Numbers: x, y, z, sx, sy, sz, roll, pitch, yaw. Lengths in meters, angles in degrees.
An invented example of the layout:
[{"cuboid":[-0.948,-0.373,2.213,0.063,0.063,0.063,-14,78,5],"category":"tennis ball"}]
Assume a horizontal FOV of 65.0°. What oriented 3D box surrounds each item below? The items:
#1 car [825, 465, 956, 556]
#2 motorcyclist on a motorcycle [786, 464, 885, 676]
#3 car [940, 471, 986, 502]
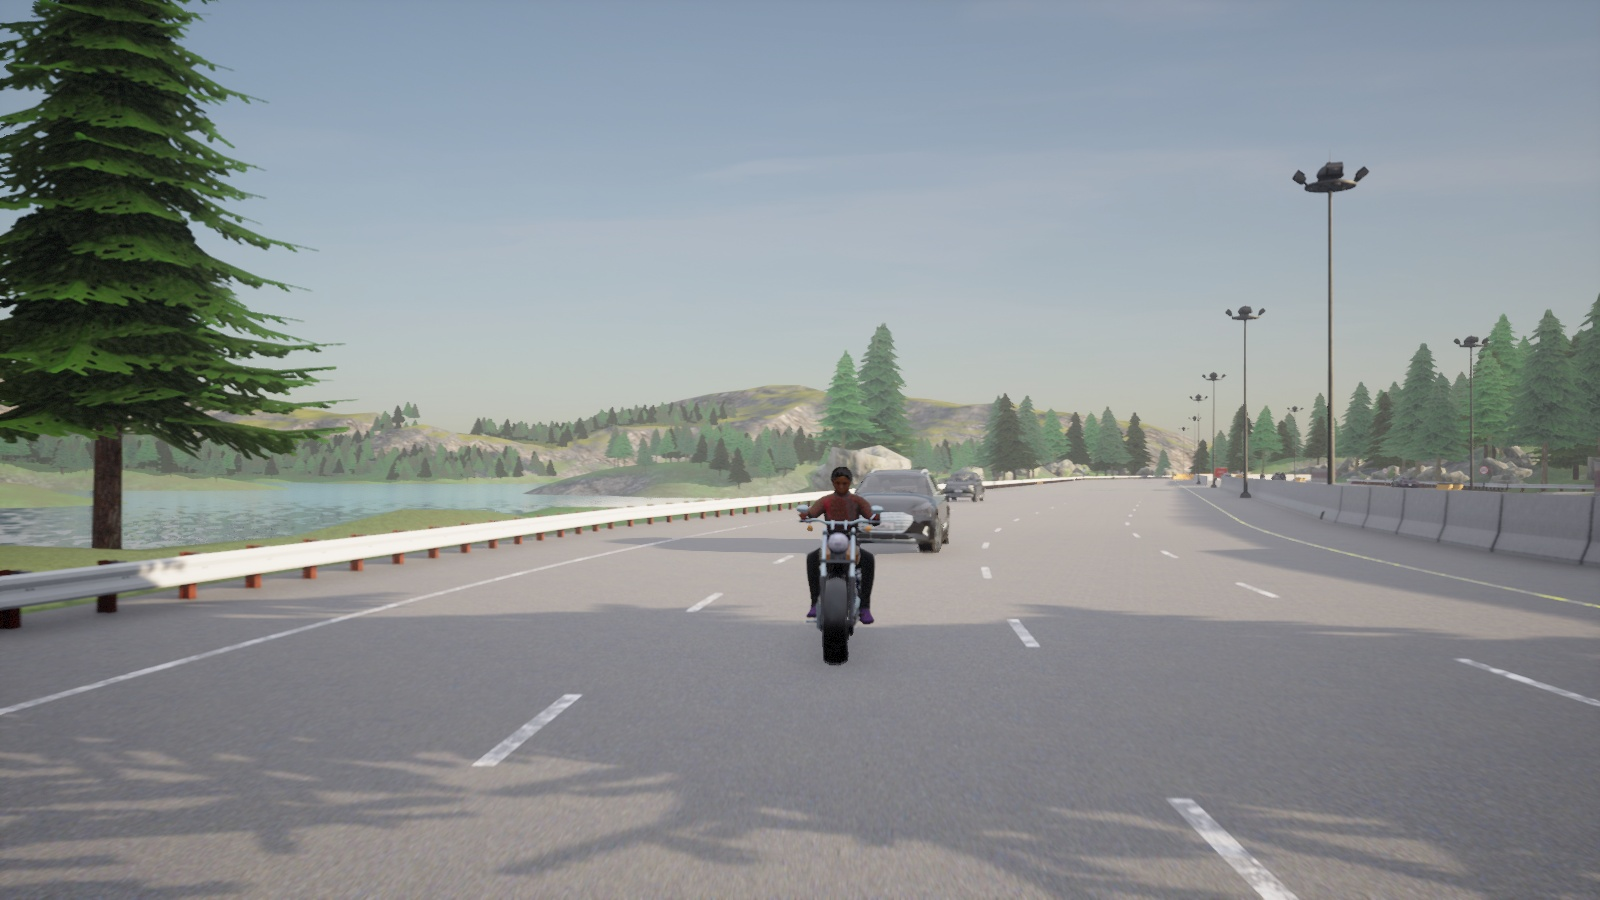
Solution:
[{"cuboid":[1.961,1.166,25.561,2.033,1.649,4.856,0,-1,12],"category":"car"},{"cuboid":[0.353,0.948,10.978,0.766,1.649,2.350,0,-1,4],"category":"motorcyclist on a motorcycle"},{"cuboid":[8.464,1.847,64.972,1.789,1.549,3.705,-1,-1,16],"category":"car"}]
